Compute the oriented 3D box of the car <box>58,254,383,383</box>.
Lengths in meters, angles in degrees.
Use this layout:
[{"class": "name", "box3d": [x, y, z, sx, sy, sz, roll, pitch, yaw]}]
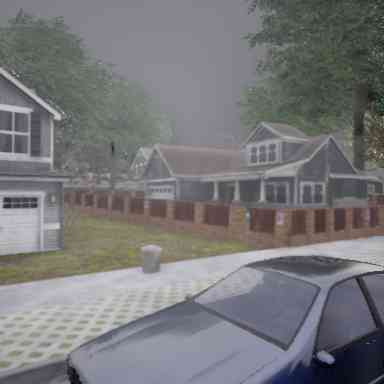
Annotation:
[{"class": "car", "box3d": [1.346, 1.553, 3.991, 5.357, 1.411, 2.033, 0, 0, -35]}]
